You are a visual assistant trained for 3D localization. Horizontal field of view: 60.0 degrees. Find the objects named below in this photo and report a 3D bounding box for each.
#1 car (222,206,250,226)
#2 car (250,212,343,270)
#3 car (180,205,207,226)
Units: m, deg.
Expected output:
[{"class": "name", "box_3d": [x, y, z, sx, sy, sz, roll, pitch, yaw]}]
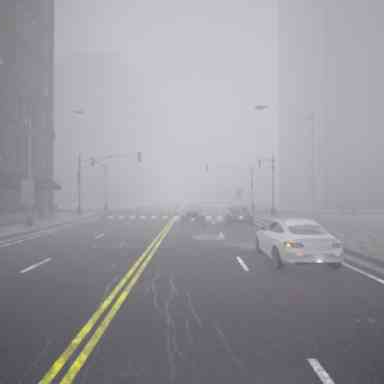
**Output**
[{"class": "car", "box_3d": [3.345, 1.690, 24.629, 1.994, 1.385, 4.181, 0, 0, 0]}, {"class": "car", "box_3d": [3.351, 1.583, 11.076, 1.812, 1.442, 4.674, 0, -1, 0]}, {"class": "car", "box_3d": [0.101, 1.650, 24.370, 1.812, 1.442, 4.674, 0, 0, 1]}]
